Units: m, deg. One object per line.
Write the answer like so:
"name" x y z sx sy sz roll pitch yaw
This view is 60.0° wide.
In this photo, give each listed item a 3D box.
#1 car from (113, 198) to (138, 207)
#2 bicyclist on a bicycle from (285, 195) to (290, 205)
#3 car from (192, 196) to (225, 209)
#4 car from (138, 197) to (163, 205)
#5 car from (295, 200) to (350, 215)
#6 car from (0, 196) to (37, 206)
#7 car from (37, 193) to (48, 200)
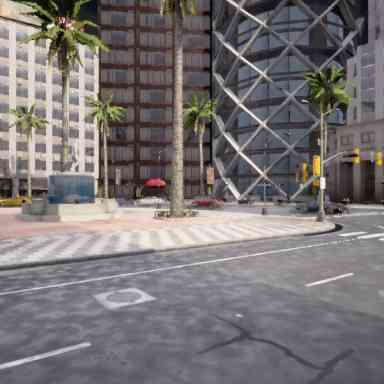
"car" -11.138 1.562 51.805 4.181 1.385 1.994 0 0 9
"bicyclist on a bicycle" 15.720 1.301 54.592 0.582 1.620 1.656 0 0 42
"car" 2.279 1.351 46.319 4.553 1.767 2.097 0 0 32
"car" -7.394 1.526 58.290 4.674 1.442 1.812 0 0 14
"car" 13.386 1.548 34.576 2.033 1.411 5.357 0 0 -36
"car" -28.765 1.478 54.458 5.008 1.535 1.882 0 0 -14
"car" -25.902 1.221 58.678 5.566 2.045 2.150 0 0 -10
